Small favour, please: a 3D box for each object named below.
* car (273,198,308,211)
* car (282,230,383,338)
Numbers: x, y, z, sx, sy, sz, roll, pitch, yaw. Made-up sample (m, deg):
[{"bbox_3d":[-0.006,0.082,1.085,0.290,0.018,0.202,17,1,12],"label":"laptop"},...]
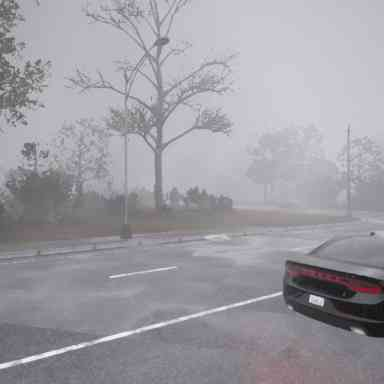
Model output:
[{"bbox_3d":[12.365,1.503,41.987,2.128,1.511,4.902,0,0,-28],"label":"car"},{"bbox_3d":[3.906,1.477,6.414,5.008,1.535,1.882,0,0,-35],"label":"car"}]
